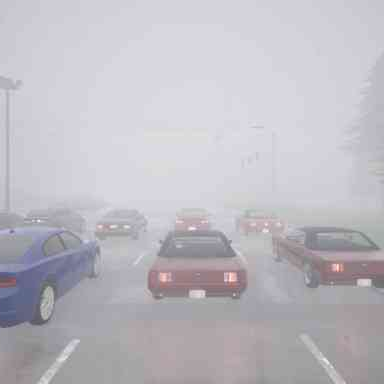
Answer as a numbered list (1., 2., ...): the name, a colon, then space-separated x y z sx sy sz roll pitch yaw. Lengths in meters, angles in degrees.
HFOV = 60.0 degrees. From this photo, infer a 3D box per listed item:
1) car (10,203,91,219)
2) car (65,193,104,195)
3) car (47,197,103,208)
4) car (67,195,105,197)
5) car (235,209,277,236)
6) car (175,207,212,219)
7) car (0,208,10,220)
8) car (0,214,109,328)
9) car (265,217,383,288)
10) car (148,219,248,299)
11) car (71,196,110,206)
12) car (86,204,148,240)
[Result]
1. car: -6.935 1.505 16.975 1.837 1.490 4.892 0 0 0
2. car: -16.889 1.223 52.370 2.150 2.045 5.566 2 1 35
3. car: -12.887 1.547 36.350 5.357 1.411 2.033 0 0 -27
4. car: -13.628 1.547 44.517 5.357 1.411 2.033 0 0 -42
5. car: 3.542 1.601 18.336 1.895 1.301 4.718 0 0 -1
6. car: 0.053 1.526 17.479 1.812 1.442 4.674 0 0 1
7. car: -10.436 1.491 16.959 2.128 1.511 4.902 0 0 0
8. car: -3.407 1.478 7.118 1.882 1.535 5.008 0 0 0
9. car: 3.592 1.601 9.168 1.895 1.301 4.718 0 0 0
10. car: 0.091 1.601 8.376 1.895 1.301 4.718 0 0 0
11. car: -12.481 1.564 41.050 4.181 1.385 1.994 0 0 -35
12. car: -3.429 1.547 16.928 2.033 1.411 5.357 0 0 0
